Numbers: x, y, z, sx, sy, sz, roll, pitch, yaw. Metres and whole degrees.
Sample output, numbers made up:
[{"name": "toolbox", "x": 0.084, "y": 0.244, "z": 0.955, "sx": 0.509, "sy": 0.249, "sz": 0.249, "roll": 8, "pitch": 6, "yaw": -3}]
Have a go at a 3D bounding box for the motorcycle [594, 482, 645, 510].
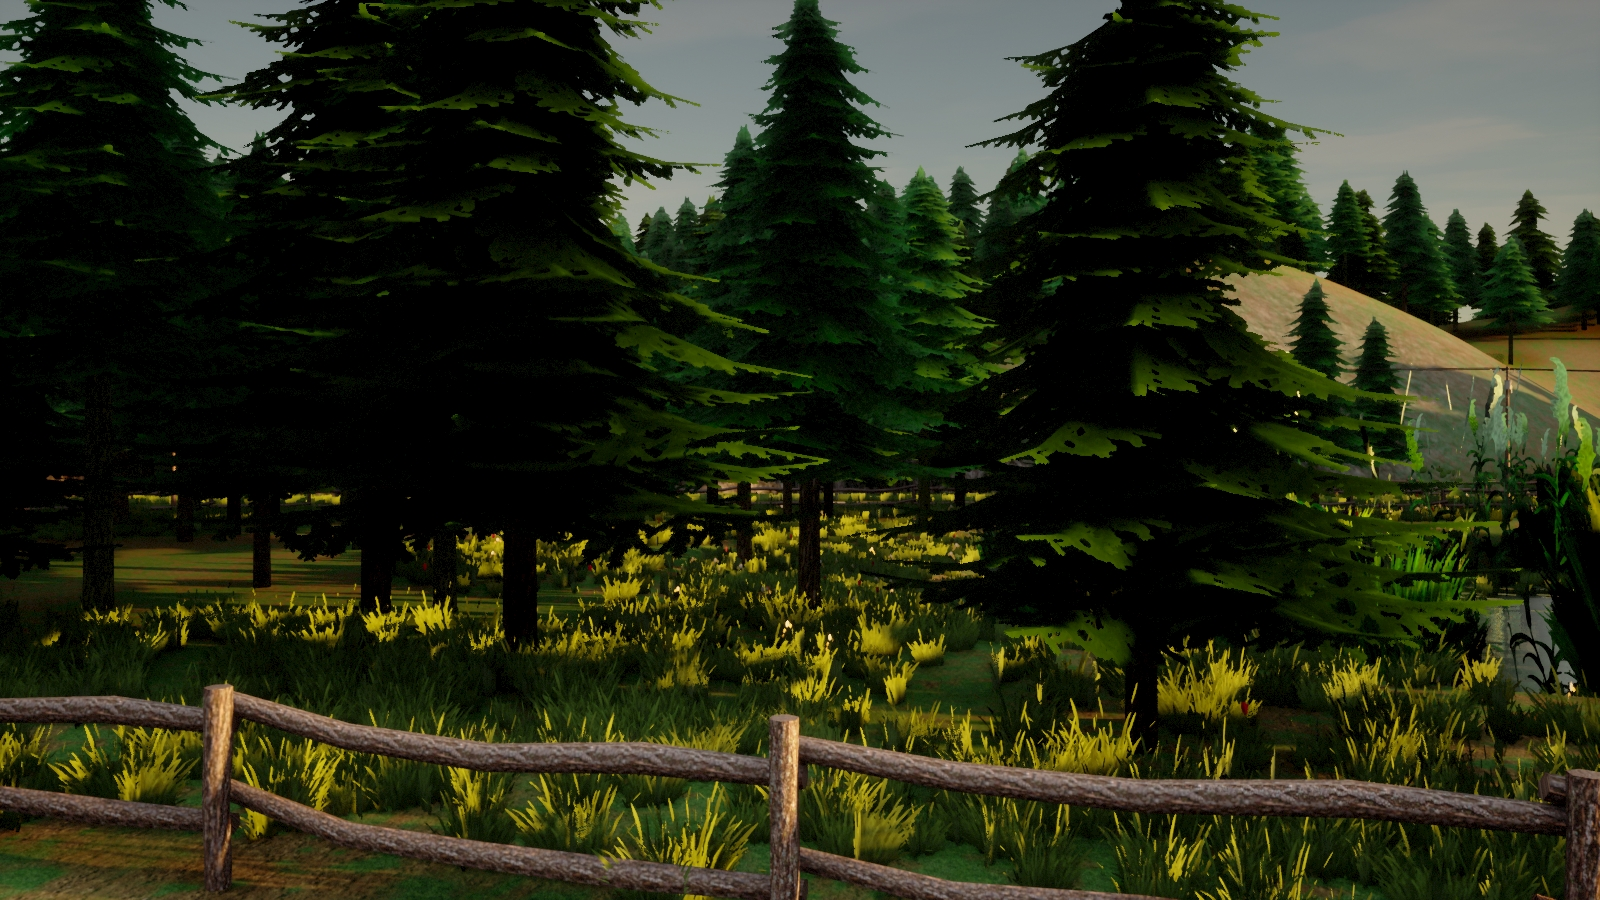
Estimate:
[{"name": "motorcycle", "x": -8.531, "y": 2.178, "z": 54.107, "sx": 2.209, "sy": 1.251, "sz": 0.867, "roll": 0, "pitch": 0, "yaw": 14}]
